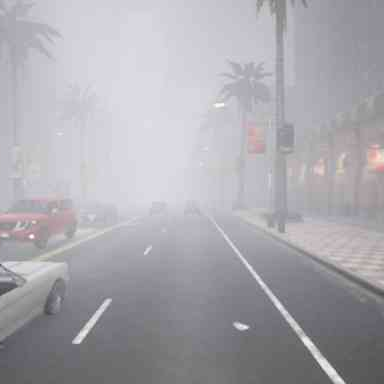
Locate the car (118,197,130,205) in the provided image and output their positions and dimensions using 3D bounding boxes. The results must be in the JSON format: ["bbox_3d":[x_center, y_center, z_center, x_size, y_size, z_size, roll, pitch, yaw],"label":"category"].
[{"bbox_3d":[-13.936,1.821,67.817,2.231,1.521,4.892,0,0,-1],"label":"car"}]

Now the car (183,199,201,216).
[{"bbox_3d":[0.007,1.726,35.402,2.033,1.411,5.357,0,0,-1],"label":"car"}]

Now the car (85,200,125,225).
[{"bbox_3d":[-7.021,1.621,25.786,2.128,1.511,4.902,0,0,1],"label":"car"}]

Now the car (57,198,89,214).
[{"bbox_3d":[-13.625,1.547,38.444,2.185,1.767,4.553,0,0,-1],"label":"car"}]

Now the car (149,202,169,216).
[{"bbox_3d":[-3.493,1.726,35.420,2.033,1.411,5.357,0,0,-1],"label":"car"}]

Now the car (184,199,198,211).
[{"bbox_3d":[-0.111,1.744,47.085,1.837,1.490,4.892,0,0,0],"label":"car"}]

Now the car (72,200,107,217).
[{"bbox_3d":[-10.549,1.665,34.550,2.128,1.511,4.902,0,0,0],"label":"car"}]

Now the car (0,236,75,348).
[{"bbox_3d":[-3.401,1.625,4.657,1.895,1.301,4.718,0,0,0],"label":"car"}]

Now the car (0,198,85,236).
[{"bbox_3d":[-7.080,1.299,15.377,2.150,2.045,5.566,0,0,0],"label":"car"}]

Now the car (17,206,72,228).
[{"bbox_3d":[-10.522,1.722,24.159,1.895,1.301,4.718,0,0,1],"label":"car"}]
